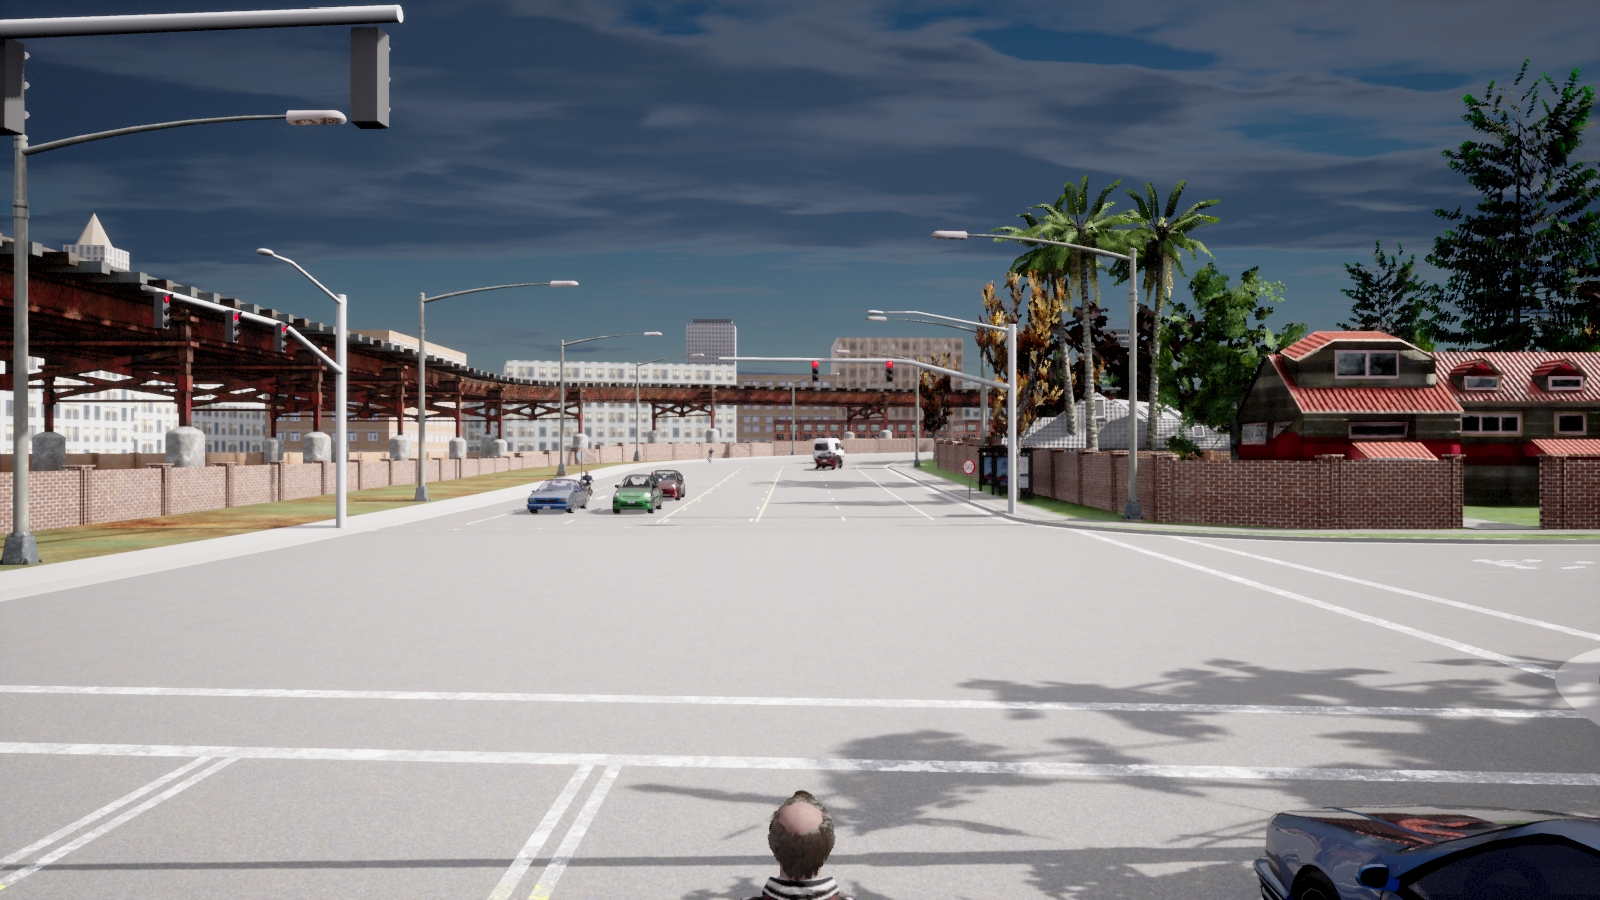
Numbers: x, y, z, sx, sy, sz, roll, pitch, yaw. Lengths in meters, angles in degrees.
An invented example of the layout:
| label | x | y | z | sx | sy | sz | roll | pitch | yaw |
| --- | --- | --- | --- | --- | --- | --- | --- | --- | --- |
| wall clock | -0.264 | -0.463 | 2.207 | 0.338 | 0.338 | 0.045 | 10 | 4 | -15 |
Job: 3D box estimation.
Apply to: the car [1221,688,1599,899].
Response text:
| label | x | y | z | sx | sy | sz | roll | pitch | yaw |
| --- | --- | --- | --- | --- | --- | --- | --- | --- | --- |
| car | 3.467 | 2.106 | 4.038 | 2.033 | 1.411 | 5.357 | 0 | 0 | 1 |

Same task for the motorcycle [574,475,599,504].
| label | x | y | z | sx | sy | sz | roll | pitch | yaw |
| --- | --- | --- | --- | --- | --- | --- | --- | --- | --- |
| motorcycle | -10.476 | 1.934 | 56.002 | 0.856 | 1.341 | 1.805 | 0 | 1 | 1 |

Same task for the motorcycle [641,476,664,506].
| label | x | y | z | sx | sy | sz | roll | pitch | yaw |
| --- | --- | --- | --- | --- | --- | --- | --- | --- | --- |
| motorcycle | -7.053 | 1.947 | 54.746 | 0.856 | 1.341 | 1.805 | 0 | 1 | 0 |

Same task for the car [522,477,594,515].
| label | x | y | z | sx | sy | sz | roll | pitch | yaw |
| --- | --- | --- | --- | --- | --- | --- | --- | --- | --- |
| car | -10.533 | 1.982 | 50.136 | 2.033 | 1.411 | 5.357 | 0 | 1 | 0 |

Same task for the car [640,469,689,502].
| label | x | y | z | sx | sy | sz | roll | pitch | yaw |
| --- | --- | --- | --- | --- | --- | --- | --- | --- | --- |
| car | -7.040 | 1.800 | 59.633 | 2.007 | 1.525 | 4.514 | 0 | 1 | 0 |

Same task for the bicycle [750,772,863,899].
| label | x | y | z | sx | sy | sz | roll | pitch | yaw |
| --- | --- | --- | --- | --- | --- | --- | --- | --- | --- |
| bicycle | 0.019 | 2.048 | 3.681 | 0.329 | 1.496 | 1.835 | 0 | 0 | 0 |

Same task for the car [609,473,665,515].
| label | x | y | z | sx | sy | sz | roll | pitch | yaw |
| --- | --- | --- | --- | --- | --- | --- | --- | --- | --- |
| car | -7.031 | 1.878 | 49.607 | 1.851 | 1.617 | 3.988 | 0 | 1 | 0 |
